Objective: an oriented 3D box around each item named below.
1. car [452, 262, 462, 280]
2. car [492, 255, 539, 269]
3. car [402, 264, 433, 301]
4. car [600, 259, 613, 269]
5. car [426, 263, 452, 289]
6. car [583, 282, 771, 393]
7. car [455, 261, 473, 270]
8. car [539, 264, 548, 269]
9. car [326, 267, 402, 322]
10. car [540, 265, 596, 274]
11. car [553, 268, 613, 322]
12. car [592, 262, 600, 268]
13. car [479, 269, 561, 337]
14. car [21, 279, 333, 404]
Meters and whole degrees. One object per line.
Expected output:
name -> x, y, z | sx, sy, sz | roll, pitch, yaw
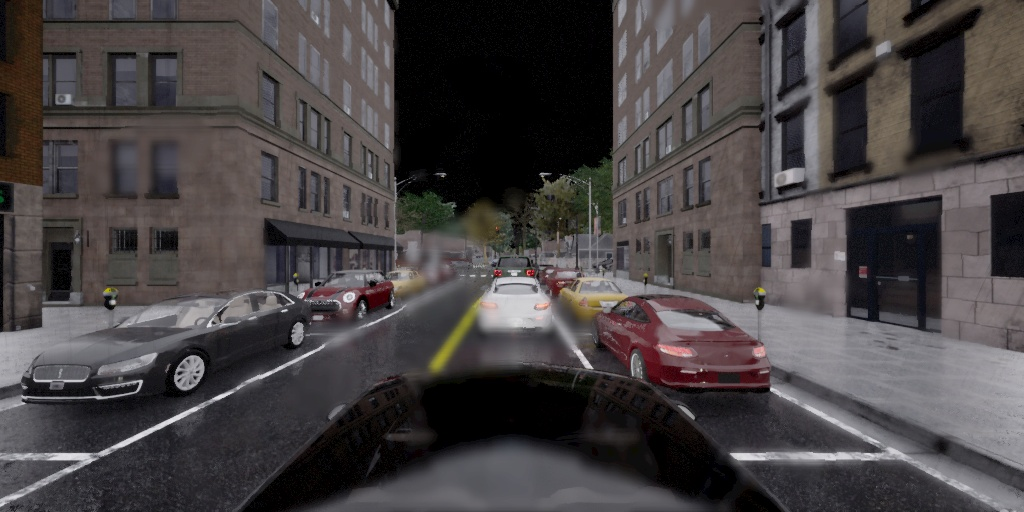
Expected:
car -> -5.374, 1.343, 28.508 | 1.802, 1.307, 4.207 | 0, 0, 0
car -> 0.110, 0.978, 19.915 | 2.150, 2.045, 5.566 | 0, 0, 0
car -> -5.380, 1.280, 17.300 | 1.751, 1.417, 4.829 | 0, 0, 0
car -> 14.506, 1.243, 48.218 | 4.181, 1.385, 1.994 | 0, 0, 0
car -> -5.377, 1.198, 22.989 | 1.967, 1.591, 4.097 | 0, 0, 0
car -> 2.639, 1.332, 6.431 | 1.802, 1.307, 4.207 | 0, 0, 0
car -> -7.843, 1.373, 52.442 | 4.181, 1.385, 1.994 | 0, 0, -35
car -> 2.648, 1.340, 22.986 | 1.802, 1.307, 4.207 | 0, 0, 0
car -> -5.383, 1.192, 11.951 | 1.967, 1.591, 4.097 | 0, 0, 0
car -> 2.645, 1.300, 17.468 | 1.888, 1.381, 4.507 | 0, 0, 0
car -> 2.642, 1.278, 12.120 | 1.751, 1.417, 4.829 | 0, 0, 0
car -> 14.004, 1.187, 51.459 | 4.892, 1.490, 1.837 | 0, 0, 1
car -> 0.103, 1.277, 10.152 | 1.812, 1.442, 4.674 | 0, 0, 0
car -> -5.386, 1.301, 6.433 | 2.007, 1.370, 4.403 | 0, 0, 0
